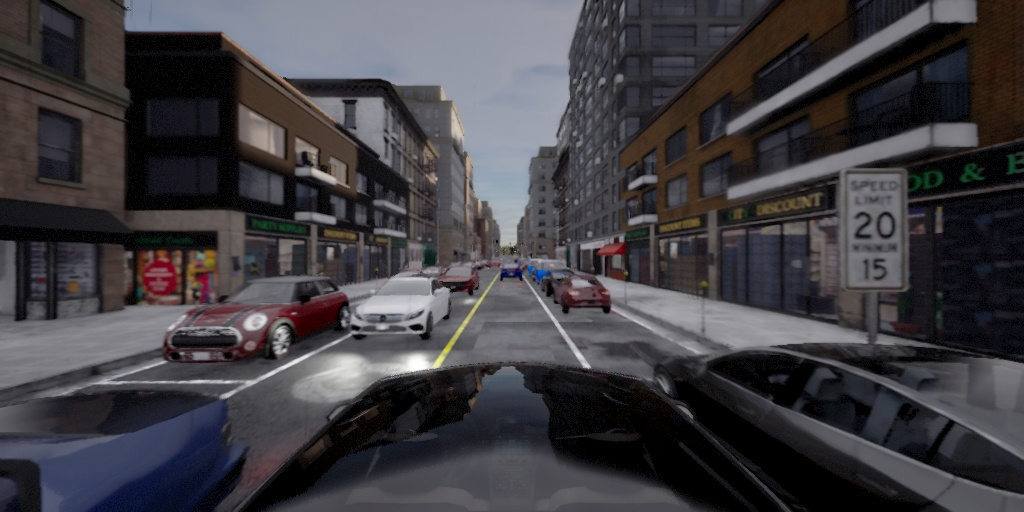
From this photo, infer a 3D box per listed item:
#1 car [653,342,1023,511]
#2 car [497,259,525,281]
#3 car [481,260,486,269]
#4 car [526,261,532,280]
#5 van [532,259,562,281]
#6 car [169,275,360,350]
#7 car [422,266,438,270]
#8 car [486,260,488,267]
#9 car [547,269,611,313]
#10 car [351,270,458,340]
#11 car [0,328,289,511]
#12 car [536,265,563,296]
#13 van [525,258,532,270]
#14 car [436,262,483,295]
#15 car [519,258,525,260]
[{"bbox_3d":[2.646,1.312,2.755,1.948,1.339,4.313,0,0,0],"label":"car"},{"bbox_3d":[-0.062,1.325,31.884,1.882,1.535,5.008,0,0,0],"label":"car"},{"bbox_3d":[-5.696,1.511,57.815,1.888,1.381,4.507,0,0,0],"label":"car"},{"bbox_3d":[2.487,1.385,30.308,2.007,1.370,4.403,0,0,0],"label":"car"},{"bbox_3d":[2.519,1.155,24.798,1.690,1.789,3.998,0,0,0],"label":"van"},{"bbox_3d":[-5.411,1.222,8.220,1.967,1.591,4.097,0,0,0],"label":"car"},{"bbox_3d":[-5.474,1.398,19.241,1.802,1.307,4.207,0,0,0],"label":"car"},{"bbox_3d":[-5.728,1.570,63.326,1.802,1.307,4.207,0,0,0],"label":"car"},{"bbox_3d":[2.583,1.360,13.778,1.802,1.307,4.207,0,0,0],"label":"car"},{"bbox_3d":[-2.886,1.308,10.273,1.812,1.442,4.674,0,0,0],"label":"car"},{"bbox_3d":[-2.829,1.301,0.221,2.033,1.411,5.357,0,0,0],"label":"car"},{"bbox_3d":[2.551,1.362,19.288,1.948,1.339,4.313,0,0,0],"label":"car"},{"bbox_3d":[2.456,1.197,35.819,1.690,1.789,3.998,0,0,0],"label":"van"},{"bbox_3d":[-2.932,1.291,20.331,1.882,1.535,5.008,0,0,0],"label":"car"},{"bbox_3d":[2.361,1.363,52.351,1.967,1.591,4.097,0,0,0],"label":"car"}]
